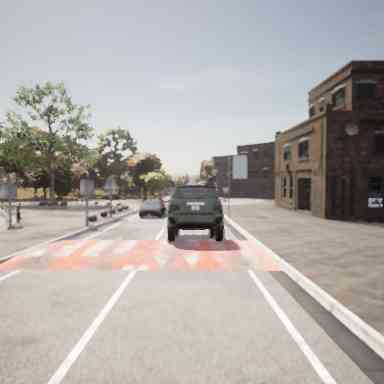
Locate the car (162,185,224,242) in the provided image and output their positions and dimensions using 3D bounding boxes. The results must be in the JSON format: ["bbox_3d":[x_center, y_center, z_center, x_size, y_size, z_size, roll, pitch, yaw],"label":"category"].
[{"bbox_3d":[0.103,1.003,14.483,2.150,2.045,5.566,0,-7,-1],"label":"car"}]

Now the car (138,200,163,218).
[{"bbox_3d":[-3.285,1.387,28.292,2.033,1.411,5.357,0,0,0],"label":"car"}]

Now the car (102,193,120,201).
[{"bbox_3d":[-15.790,0.931,65.007,1.994,1.385,4.181,1,1,19],"label":"car"}]
